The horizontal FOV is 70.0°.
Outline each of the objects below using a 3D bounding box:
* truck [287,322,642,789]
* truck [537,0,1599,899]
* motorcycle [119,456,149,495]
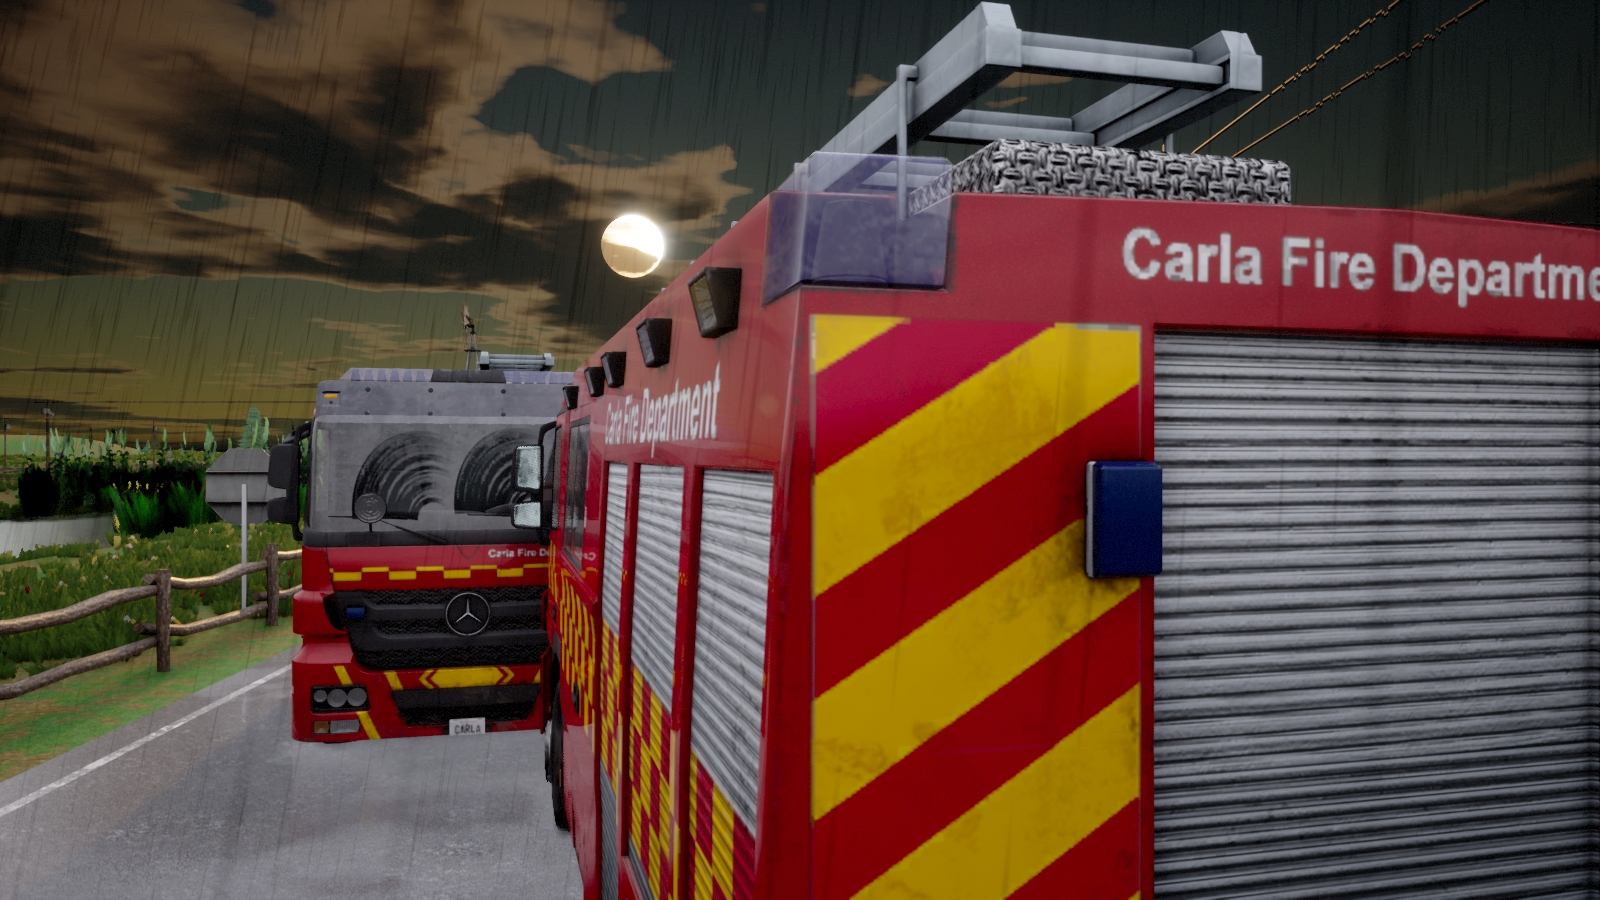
[{"bbox_3d":[-3.924,0.862,13.828,2.891,3.827,8.468,0,0,-15],"label":"truck"},{"bbox_3d":[0.091,0.867,6.870,2.891,3.827,8.468,0,0,-15],"label":"truck"},{"bbox_3d":[-41.412,1.577,71.097,0.803,2.348,2.033,0,0,-4],"label":"motorcycle"}]
